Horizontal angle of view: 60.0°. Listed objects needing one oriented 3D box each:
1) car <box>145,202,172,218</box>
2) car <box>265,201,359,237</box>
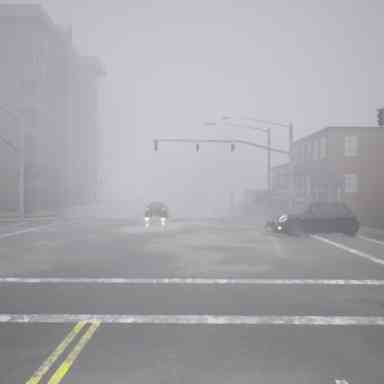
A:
[{"bbox_3d":[-3.587,1.817,34.348,2.097,1.767,4.553,0,-4,0],"label":"car"},{"bbox_3d":[6.137,1.297,17.247,4.553,1.767,2.097,0,1,-10],"label":"car"}]
